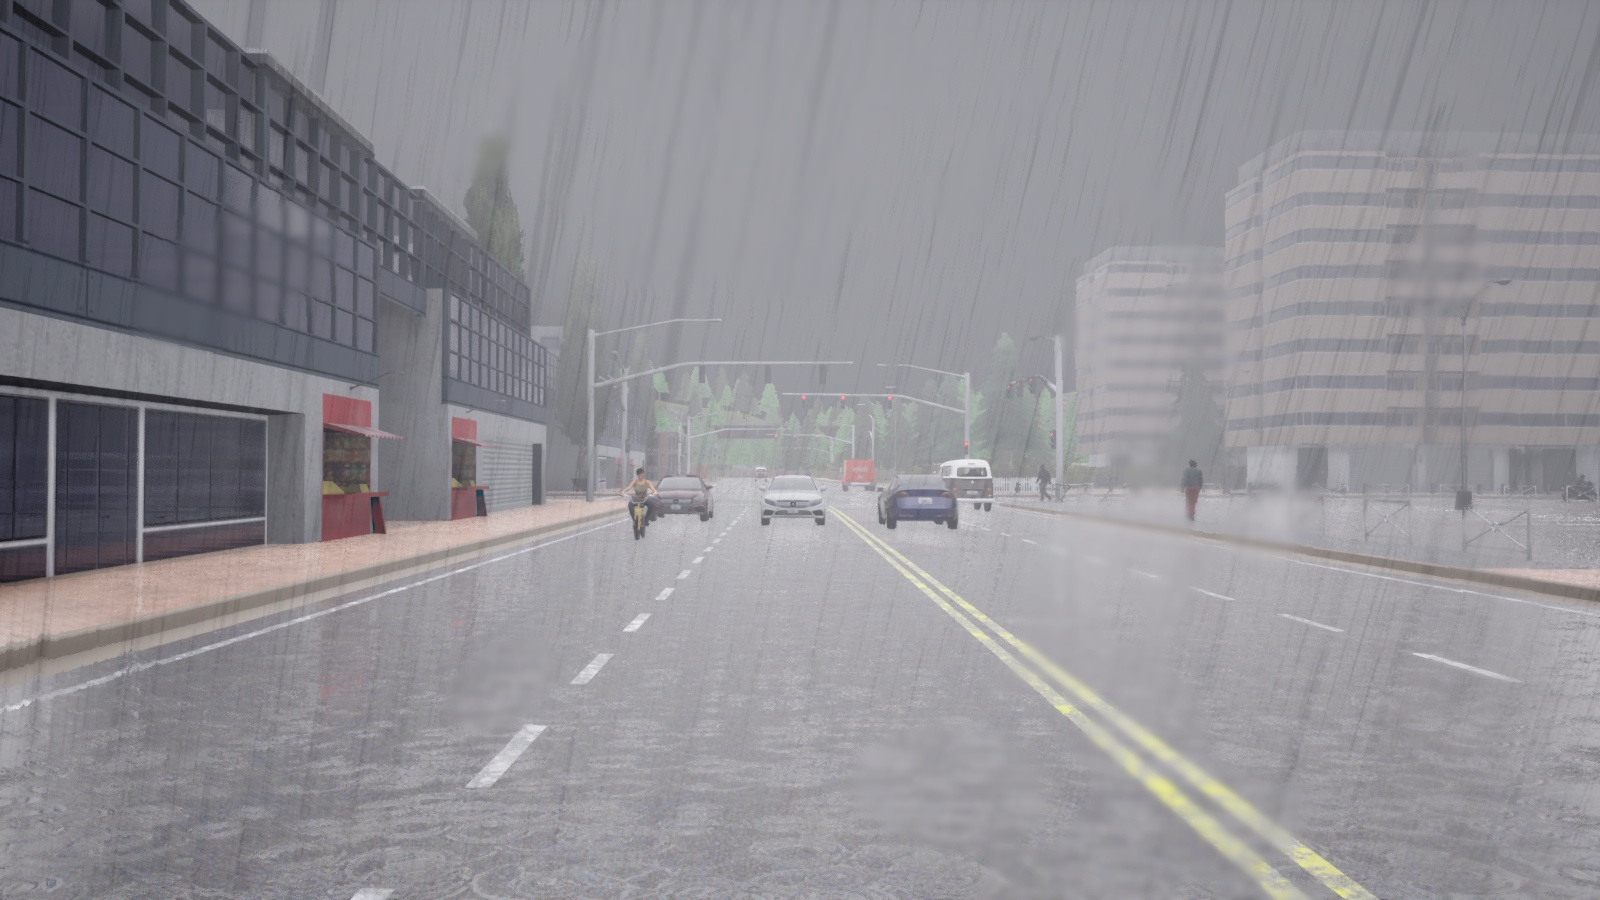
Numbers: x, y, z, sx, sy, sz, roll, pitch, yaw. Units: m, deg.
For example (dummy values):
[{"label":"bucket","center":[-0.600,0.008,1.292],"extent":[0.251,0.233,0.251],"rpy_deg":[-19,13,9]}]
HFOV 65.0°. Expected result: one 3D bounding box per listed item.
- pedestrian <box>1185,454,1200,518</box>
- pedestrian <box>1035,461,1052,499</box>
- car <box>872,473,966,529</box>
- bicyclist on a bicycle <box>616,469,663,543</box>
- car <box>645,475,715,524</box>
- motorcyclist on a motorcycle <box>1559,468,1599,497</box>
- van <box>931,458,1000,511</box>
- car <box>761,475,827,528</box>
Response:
[{"label":"pedestrian","center":[11.327,1.035,36.234],"extent":[0.353,1.847,0.614],"rpy_deg":[0,-1,15]},{"label":"pedestrian","center":[11.619,1.427,59.864],"extent":[0.703,1.840,0.431],"rpy_deg":[0,-1,-35]},{"label":"car","center":[3.313,1.401,35.809],"extent":[2.163,1.488,4.792],"rpy_deg":[0,-1,-1]},{"label":"bicyclist on a bicycle","center":[-3.589,1.237,28.123],"extent":[0.866,1.612,1.509],"rpy_deg":[0,-1,0]},{"label":"car","center":[-3.735,1.521,39.765],"extent":[1.812,1.442,4.674],"rpy_deg":[0,-1,-1]},{"label":"motorcyclist on a motorcycle","center":[42.899,1.779,68.887],"extent":[2.044,1.523,0.797],"rpy_deg":[0,-1,-2]},{"label":"van","center":[6.588,1.356,50.375],"extent":[2.069,2.038,4.480],"rpy_deg":[0,-1,-1]},{"label":"car","center":[-0.202,1.463,37.111],"extent":[1.812,1.442,4.674],"rpy_deg":[0,-1,-1]}]
